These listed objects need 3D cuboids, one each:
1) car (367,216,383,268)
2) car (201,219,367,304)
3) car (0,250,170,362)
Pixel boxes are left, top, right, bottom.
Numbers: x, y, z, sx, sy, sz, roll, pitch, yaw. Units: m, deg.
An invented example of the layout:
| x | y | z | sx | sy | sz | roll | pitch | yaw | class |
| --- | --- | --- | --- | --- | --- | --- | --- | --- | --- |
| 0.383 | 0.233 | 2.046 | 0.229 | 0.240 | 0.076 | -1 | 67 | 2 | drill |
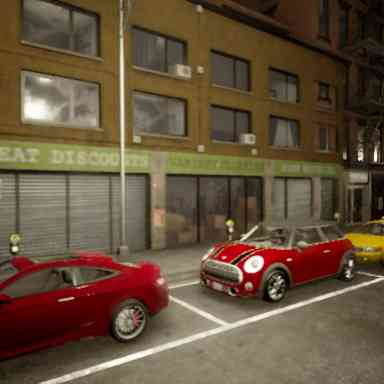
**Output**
| x | y | z | sx | sy | sz | roll | pitch | yaw | class |
| --- | --- | --- | --- | --- | --- | --- | --- | --- | --- |
| 6.496 | 1.524 | 11.175 | 4.829 | 1.417 | 1.752 | 0 | -1 | -35 | car |
| 2.159 | 1.438 | 8.083 | 4.097 | 1.590 | 1.967 | 0 | -1 | -35 | car |
| -2.315 | 1.581 | 4.889 | 4.206 | 1.307 | 1.802 | 0 | 0 | -35 | car |
